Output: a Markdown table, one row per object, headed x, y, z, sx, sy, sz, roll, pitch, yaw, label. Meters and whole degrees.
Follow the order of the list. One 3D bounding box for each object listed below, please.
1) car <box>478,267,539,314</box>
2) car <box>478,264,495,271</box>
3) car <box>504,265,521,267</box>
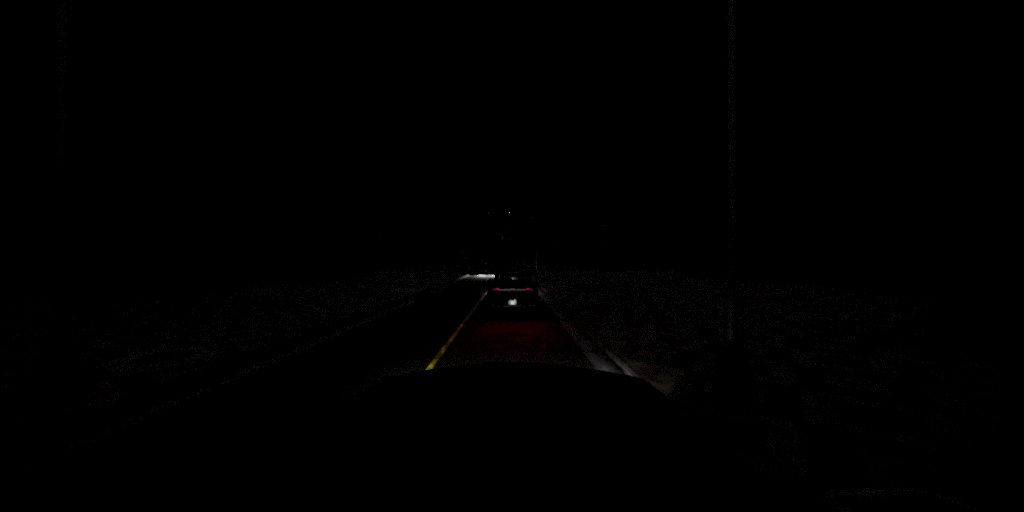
| x | y | z | sx | sy | sz | roll | pitch | yaw | label |
| --- | --- | --- | --- | --- | --- | --- | --- | --- | --- |
| 0.039 | 1.347 | 14.252 | 2.128 | 1.511 | 4.902 | 0 | 0 | 0 | car |
| -3.068 | 1.665 | 44.878 | 1.994 | 1.385 | 4.181 | 0 | -1 | 0 | car |
| 0.032 | 1.469 | 29.247 | 2.128 | 1.511 | 4.902 | 0 | 0 | 0 | car |
